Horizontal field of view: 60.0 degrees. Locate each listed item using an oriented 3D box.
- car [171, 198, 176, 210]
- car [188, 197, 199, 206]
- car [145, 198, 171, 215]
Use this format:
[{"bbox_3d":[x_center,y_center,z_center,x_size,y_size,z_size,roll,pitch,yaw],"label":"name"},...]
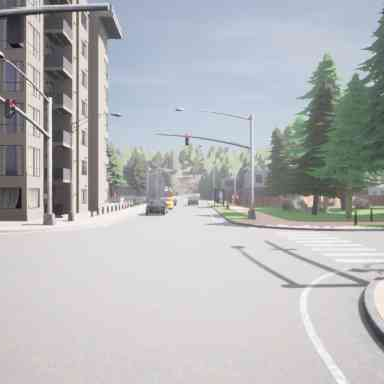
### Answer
[{"bbox_3d":[-3.447,1.478,43.469,1.882,1.535,5.008,0,0,0],"label":"car"},{"bbox_3d":[0.185,1.547,55.689,2.033,1.411,5.357,0,0,0],"label":"car"},{"bbox_3d":[-3.489,1.478,33.508,1.882,1.535,5.008,0,0,0],"label":"car"}]
